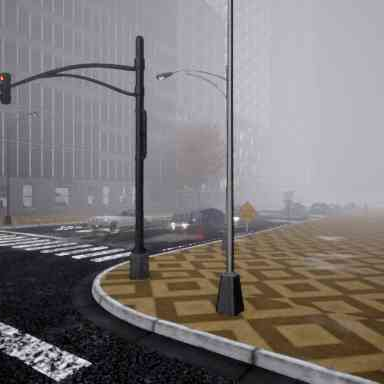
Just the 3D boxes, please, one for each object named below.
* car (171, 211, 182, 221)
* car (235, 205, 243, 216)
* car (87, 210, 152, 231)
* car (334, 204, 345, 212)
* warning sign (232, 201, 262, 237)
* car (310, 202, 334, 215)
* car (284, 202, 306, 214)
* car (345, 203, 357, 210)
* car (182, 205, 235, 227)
[{"bbox_3d":[0.272,2.046,31.686,2.033,1.411,5.357,0,-1,33],"label":"car"},{"bbox_3d":[5.640,2.240,40.029,1.994,1.385,4.181,0,-1,33],"label":"car"},{"bbox_3d":[-4.993,1.925,23.491,1.895,1.301,4.718,0,-1,33],"label":"car"},{"bbox_3d":[23.749,2.641,55.874,2.033,1.411,5.357,0,-1,33],"label":"car"},{"bbox_3d":[3.092,1.454,18.559,1.300,1.860,1.060,1,1,33],"label":"warning sign"},{"bbox_3d":[18.295,2.268,47.375,2.097,1.767,4.553,0,-1,33],"label":"car"},{"bbox_3d":[15.072,2.248,48.432,2.097,1.767,4.553,0,-1,33],"label":"car"},{"bbox_3d":[31.350,2.837,65.789,1.812,1.442,4.674,0,-1,33],"label":"car"},{"bbox_3d":[1.412,1.969,27.049,1.812,1.442,4.674,0,-1,33],"label":"car"}]
